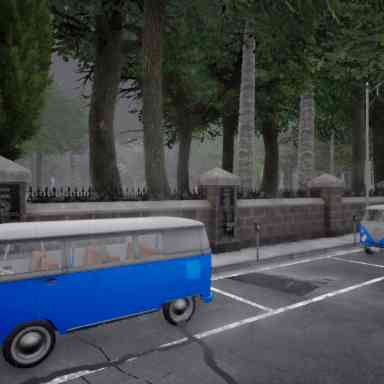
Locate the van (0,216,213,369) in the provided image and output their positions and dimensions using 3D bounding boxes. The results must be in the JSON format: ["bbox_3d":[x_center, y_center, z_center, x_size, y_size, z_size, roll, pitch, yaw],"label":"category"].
[{"bbox_3d":[-1.540,1.341,5.442,3.998,1.788,1.690,0,0,-36],"label":"van"}]

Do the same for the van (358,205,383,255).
[{"bbox_3d":[7.660,1.337,12.031,3.998,1.788,1.690,0,0,-36],"label":"van"}]
